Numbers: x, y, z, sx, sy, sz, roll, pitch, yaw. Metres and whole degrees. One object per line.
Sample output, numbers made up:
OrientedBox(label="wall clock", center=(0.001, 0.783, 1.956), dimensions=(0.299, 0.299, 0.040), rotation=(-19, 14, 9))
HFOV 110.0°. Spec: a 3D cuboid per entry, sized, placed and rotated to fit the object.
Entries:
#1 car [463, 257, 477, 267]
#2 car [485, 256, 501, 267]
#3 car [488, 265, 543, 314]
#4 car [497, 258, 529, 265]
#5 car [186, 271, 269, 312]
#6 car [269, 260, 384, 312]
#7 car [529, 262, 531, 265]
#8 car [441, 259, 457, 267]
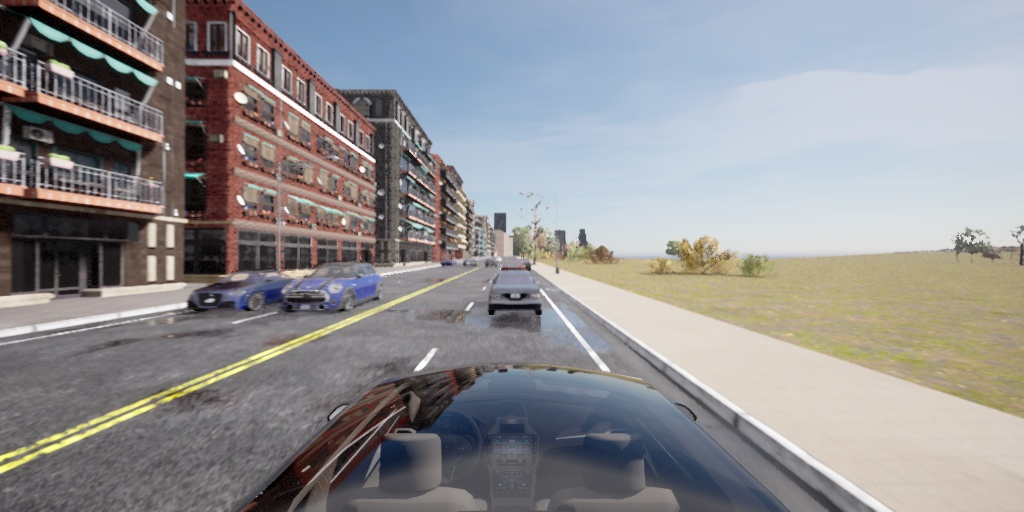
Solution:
OrientedBox(label="car", center=(-6.551, 0.961, 56.170), dimensions=(2.128, 1.511, 4.902), rotation=(0, 0, 0))
OrientedBox(label="car", center=(-3.252, 0.960, 56.632), dimensions=(2.128, 1.511, 4.902), rotation=(0, 0, 0))
OrientedBox(label="car", center=(0.100, 1.238, 13.320), dimensions=(2.033, 1.411, 5.357), rotation=(0, 0, 0))
OrientedBox(label="car", center=(0.099, 1.098, 27.536), dimensions=(1.882, 1.535, 5.008), rotation=(0, 0, 0))
OrientedBox(label="car", center=(-9.848, 1.253, 13.672), dimensions=(1.994, 1.385, 4.181), rotation=(0, 0, 0))
OrientedBox(label="car", center=(-6.597, 1.042, 13.690), dimensions=(2.097, 1.767, 4.553), rotation=(0, 0, 0))
OrientedBox(label="car", center=(1.136, 1.035, 39.848), dimensions=(1.882, 1.535, 5.008), rotation=(0, 0, 0))
OrientedBox(label="car", center=(-9.798, 1.073, 55.822), dimensions=(1.895, 1.301, 4.718), rotation=(0, 0, 1))
